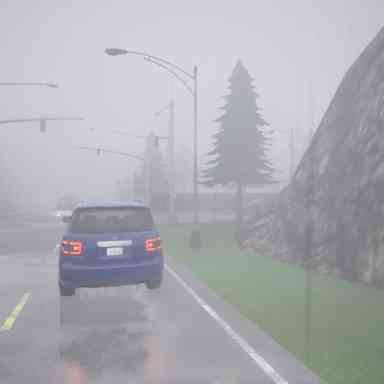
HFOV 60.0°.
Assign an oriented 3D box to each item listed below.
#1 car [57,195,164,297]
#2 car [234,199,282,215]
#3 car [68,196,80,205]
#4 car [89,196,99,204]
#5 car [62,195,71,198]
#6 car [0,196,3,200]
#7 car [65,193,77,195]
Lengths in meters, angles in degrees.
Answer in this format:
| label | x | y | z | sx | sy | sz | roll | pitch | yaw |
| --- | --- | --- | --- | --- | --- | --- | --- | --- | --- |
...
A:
| label | x | y | z | sx | sy | sz | roll | pitch | yaw |
| --- | --- | --- | --- | --- | --- | --- | --- | --- | --- |
| car | -2.215 | 1.222 | 8.893 | 2.150 | 2.045 | 5.566 | 0 | 0 | -16 |
| car | 6.623 | 1.505 | 33.222 | 4.892 | 1.490 | 1.837 | 0 | 0 | -18 |
| car | -21.980 | 1.564 | 62.130 | 1.994 | 1.385 | 4.181 | 0 | 0 | -16 |
| car | -19.029 | 1.526 | 64.602 | 1.812 | 1.442 | 4.674 | 0 | 0 | -17 |
| car | -16.252 | 1.492 | 42.885 | 2.128 | 1.511 | 4.902 | 0 | 0 | -17 |
| car | -36.278 | 1.374 | 61.347 | 1.845 | 1.501 | 3.633 | 0 | 0 | -16 |
| car | -19.119 | 1.221 | 52.437 | 2.150 | 2.045 | 5.566 | 0 | 0 | -17 |
